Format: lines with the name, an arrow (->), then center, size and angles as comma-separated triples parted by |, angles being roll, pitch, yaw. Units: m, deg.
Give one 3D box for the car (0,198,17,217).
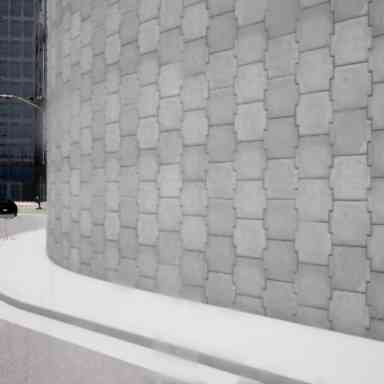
car -> -16.475, 1.279, 28.404 | 1.882, 1.535, 5.008 | 1, 0, -42
